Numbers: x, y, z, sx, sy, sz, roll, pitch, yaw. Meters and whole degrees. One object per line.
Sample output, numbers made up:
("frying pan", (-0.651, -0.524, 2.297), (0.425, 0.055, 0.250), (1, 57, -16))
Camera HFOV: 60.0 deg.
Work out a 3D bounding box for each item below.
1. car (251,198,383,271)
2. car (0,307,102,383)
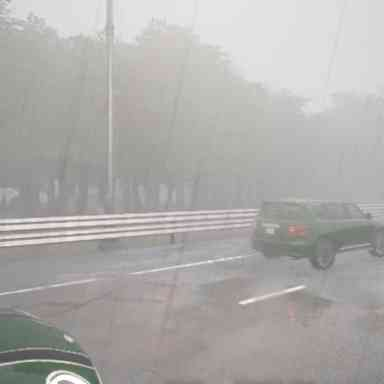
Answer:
("car", (4.454, 1.226, 11.219), (5.566, 2.045, 2.150), (0, 0, -35))
("car", (-2.761, 1.351, 1.777), (4.553, 1.767, 2.097), (0, 0, -35))
